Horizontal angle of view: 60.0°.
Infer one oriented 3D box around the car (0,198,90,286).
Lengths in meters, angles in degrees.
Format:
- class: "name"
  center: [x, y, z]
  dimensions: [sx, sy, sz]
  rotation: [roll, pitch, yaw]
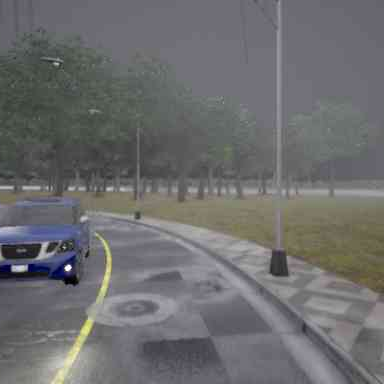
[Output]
- class: "car"
  center: [-4.155, 1.210, 9.494]
  dimensions: [2.150, 2.045, 5.566]
  rotation: [0, 0, -13]
